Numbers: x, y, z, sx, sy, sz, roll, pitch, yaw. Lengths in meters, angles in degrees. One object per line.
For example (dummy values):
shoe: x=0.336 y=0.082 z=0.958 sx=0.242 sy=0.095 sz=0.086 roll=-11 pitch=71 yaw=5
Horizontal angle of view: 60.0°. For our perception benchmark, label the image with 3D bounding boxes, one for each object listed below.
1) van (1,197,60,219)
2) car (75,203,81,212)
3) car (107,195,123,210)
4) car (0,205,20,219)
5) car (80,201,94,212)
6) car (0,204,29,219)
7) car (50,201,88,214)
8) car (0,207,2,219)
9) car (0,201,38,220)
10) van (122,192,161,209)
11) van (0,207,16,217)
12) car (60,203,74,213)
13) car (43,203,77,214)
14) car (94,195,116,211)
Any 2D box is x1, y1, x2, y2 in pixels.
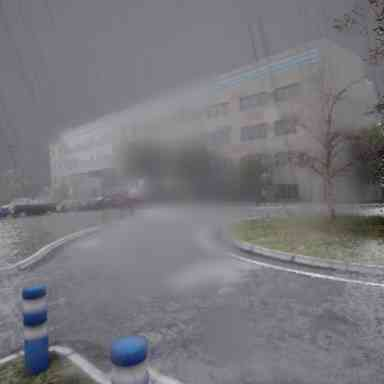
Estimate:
van: x=-16.182 y=1.603 z=33.554 sx=1.878 sy=1.987 sz=4.442 roll=-4 pitch=-1 yaw=43
car: x=-14.080 y=1.983 z=48.523 sx=2.163 sy=1.488 sz=4.792 roll=-6 pitch=-2 yaw=43
car: x=-7.916 y=1.412 z=42.905 sx=2.163 sy=1.488 sz=4.792 roll=-5 pitch=-1 yaw=43
car: x=-24.325 y=2.625 z=41.293 sx=2.163 sy=1.488 sz=4.792 roll=-6 pitch=-2 yaw=43
car: x=-12.055 y=1.505 z=46.638 sx=2.435 sy=2.045 sz=5.566 roll=-6 pitch=-2 yaw=43
car: x=-22.428 y=2.403 z=39.245 sx=1.946 sy=1.575 sz=5.366 roll=-6 pitch=-2 yaw=43
car: x=-20.076 y=2.538 z=54.357 sx=1.946 sy=1.575 sz=5.366 roll=-6 pitch=-2 yaw=43
car: x=-18.124 y=1.998 z=35.512 sx=2.097 sy=1.535 sz=5.008 roll=-5 pitch=-1 yaw=43
car: x=-20.153 y=2.065 z=37.431 sx=2.185 sy=1.767 sz=4.553 roll=-5 pitch=-1 yaw=43
van: x=-5.830 y=0.998 z=41.085 sx=1.878 sy=1.987 sz=4.442 roll=-4 pitch=-1 yaw=43
van: x=-42.647 y=4.499 z=75.119 sx=1.878 sy=1.987 sz=4.442 roll=-6 pitch=-2 yaw=43
car: x=-18.133 y=2.377 z=52.349 sx=2.163 sy=1.488 sz=4.792 roll=-6 pitch=-2 yaw=43
car: x=-22.227 y=2.774 z=56.133 sx=2.163 sy=1.488 sz=4.792 roll=-6 pitch=-2 yaw=43
car: x=-10.014 y=1.564 z=44.801 sx=2.097 sy=1.535 sz=5.008 roll=-6 pitch=-2 yaw=42
